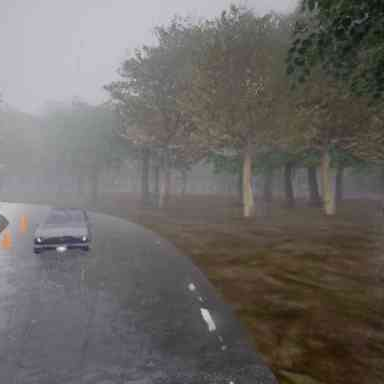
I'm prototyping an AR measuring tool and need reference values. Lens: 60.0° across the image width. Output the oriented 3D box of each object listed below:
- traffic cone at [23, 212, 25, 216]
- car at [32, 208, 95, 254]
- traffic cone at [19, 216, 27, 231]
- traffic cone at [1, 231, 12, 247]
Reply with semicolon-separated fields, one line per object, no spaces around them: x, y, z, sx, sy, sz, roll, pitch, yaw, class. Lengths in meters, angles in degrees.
-10.820;1.603;21.393;0.340;0.580;0.340;0;1;-29;traffic cone
-4.883;1.371;13.104;2.033;1.411;5.357;0;1;-17;car
-8.735;1.691;17.154;0.340;0.580;0.340;0;1;-23;traffic cone
-7.090;1.780;12.726;0.340;0.580;0.340;0;1;-17;traffic cone
